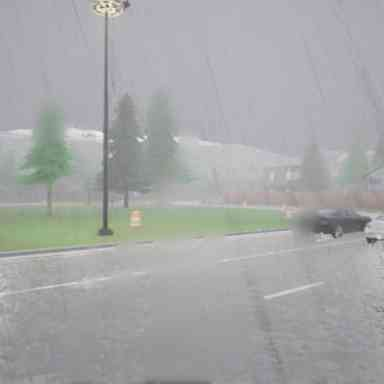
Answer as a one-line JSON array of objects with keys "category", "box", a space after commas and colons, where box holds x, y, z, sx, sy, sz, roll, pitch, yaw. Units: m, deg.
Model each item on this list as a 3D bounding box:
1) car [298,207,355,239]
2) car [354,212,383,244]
[{"category": "car", "box": [7.867, 1.551, 18.051, 5.008, 1.535, 1.882, 0, 0, -36]}, {"category": "car", "box": [9.476, 1.596, 14.828, 4.674, 1.442, 1.812, 0, 0, -36]}]
